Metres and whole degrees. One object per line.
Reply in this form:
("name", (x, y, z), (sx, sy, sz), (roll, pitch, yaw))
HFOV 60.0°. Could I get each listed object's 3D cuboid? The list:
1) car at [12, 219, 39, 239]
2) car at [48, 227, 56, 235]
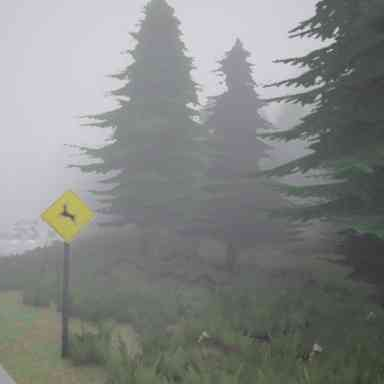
("car", (-18.159, 3.982, 36.540), (2.150, 2.045, 5.566), (2, -5, -19))
("car", (-14.974, 4.320, 37.432), (2.128, 1.511, 4.902), (1, -5, -18))
